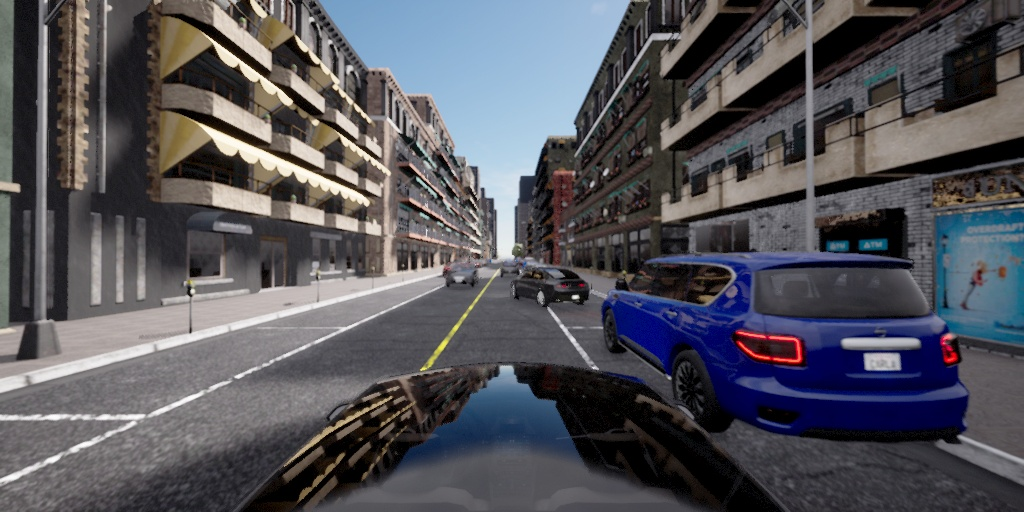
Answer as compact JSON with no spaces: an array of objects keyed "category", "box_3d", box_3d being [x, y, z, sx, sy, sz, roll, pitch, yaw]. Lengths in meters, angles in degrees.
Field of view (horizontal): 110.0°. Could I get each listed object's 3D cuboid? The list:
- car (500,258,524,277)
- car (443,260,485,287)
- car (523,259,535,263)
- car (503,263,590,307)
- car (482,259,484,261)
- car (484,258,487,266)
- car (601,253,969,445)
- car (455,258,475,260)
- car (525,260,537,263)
[{"category":"car","box_3d":[-0.199,1.278,36.324,2.128,1.511,4.902,0,0,0]},{"category":"car","box_3d":[-3.287,1.263,24.424,2.128,1.511,4.902,0,0,0]},{"category":"car","box_3d":[2.350,1.346,42.589,2.007,1.370,4.403,0,0,0]},{"category":"car","box_3d":[1.466,1.267,15.628,1.837,1.490,4.892,-1,1,-22]},{"category":"car","box_3d":[-6.174,1.273,59.510,1.967,1.591,4.097,0,0,0]},{"category":"car","box_3d":[-6.222,1.398,65.175,2.007,1.370,4.403,0,0,0]},{"category":"car","box_3d":[3.076,0.980,5.684,2.150,2.045,5.566,0,0,0]},{"category":"car","box_3d":[-6.030,1.112,42.519,2.192,1.841,5.009,0,0,0]},{"category":"car","box_3d":[2.445,1.329,31.259,2.007,1.370,4.403,0,0,0]}]
